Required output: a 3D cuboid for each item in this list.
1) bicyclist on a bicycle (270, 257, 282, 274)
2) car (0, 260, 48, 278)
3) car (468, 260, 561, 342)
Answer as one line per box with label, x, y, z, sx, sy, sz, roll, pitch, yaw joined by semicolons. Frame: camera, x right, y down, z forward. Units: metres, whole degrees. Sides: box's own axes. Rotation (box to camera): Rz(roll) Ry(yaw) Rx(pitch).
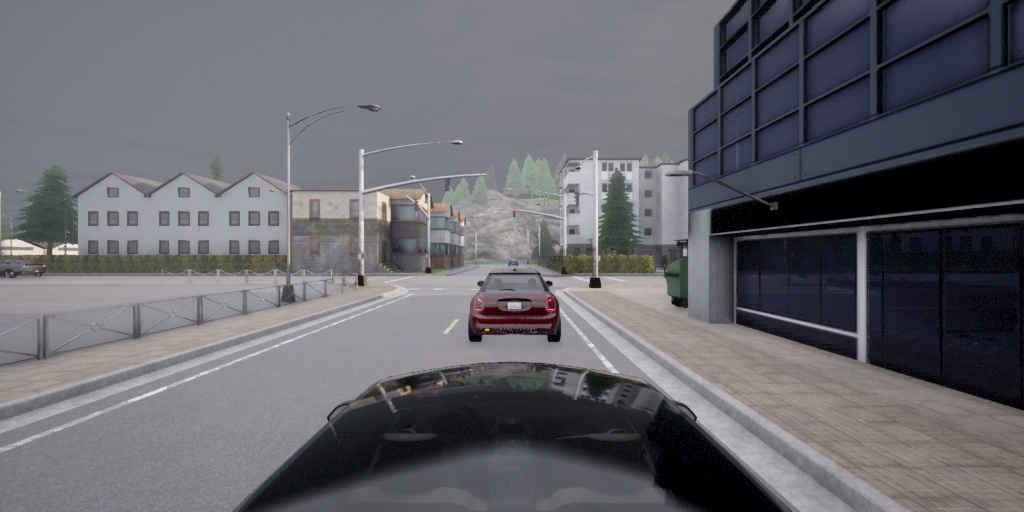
bicyclist on a bicycle;-22.226;0.874;33.761;0.582;1.620;1.656;0;0;0
car;-42.115;1.065;30.001;4.902;1.511;2.128;0;0;0
car;0.081;1.102;9.928;2.097;1.767;4.553;0;0;1
